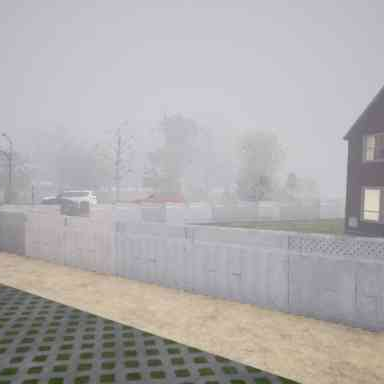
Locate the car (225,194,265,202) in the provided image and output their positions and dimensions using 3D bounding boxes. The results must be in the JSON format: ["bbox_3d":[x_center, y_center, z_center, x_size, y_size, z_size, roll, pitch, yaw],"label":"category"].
[{"bbox_3d":[6.309,1.170,38.317,5.357,1.411,2.033,0,2,-18],"label":"car"}]

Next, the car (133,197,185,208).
[{"bbox_3d":[-3.009,1.411,31.573,4.718,1.301,1.895,0,2,-18],"label":"car"}]

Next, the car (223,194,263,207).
[{"bbox_3d":[6.431,1.033,41.777,4.674,1.442,1.812,0,2,-18],"label":"car"}]

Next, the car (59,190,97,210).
[{"bbox_3d":[-12.987,0.866,35.282,5.566,2.045,2.150,0,2,-19],"label":"car"}]

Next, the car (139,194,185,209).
[{"bbox_3d":[-3.491,1.050,38.467,5.008,1.535,1.882,0,2,-19],"label":"car"}]

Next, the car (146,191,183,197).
[{"bbox_3d":[-3.483,0.911,35.037,5.566,2.045,2.150,0,2,-19],"label":"car"}]

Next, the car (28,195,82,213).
[{"bbox_3d":[-13.283,1.289,31.777,4.674,1.442,1.812,0,2,-17],"label":"car"}]
